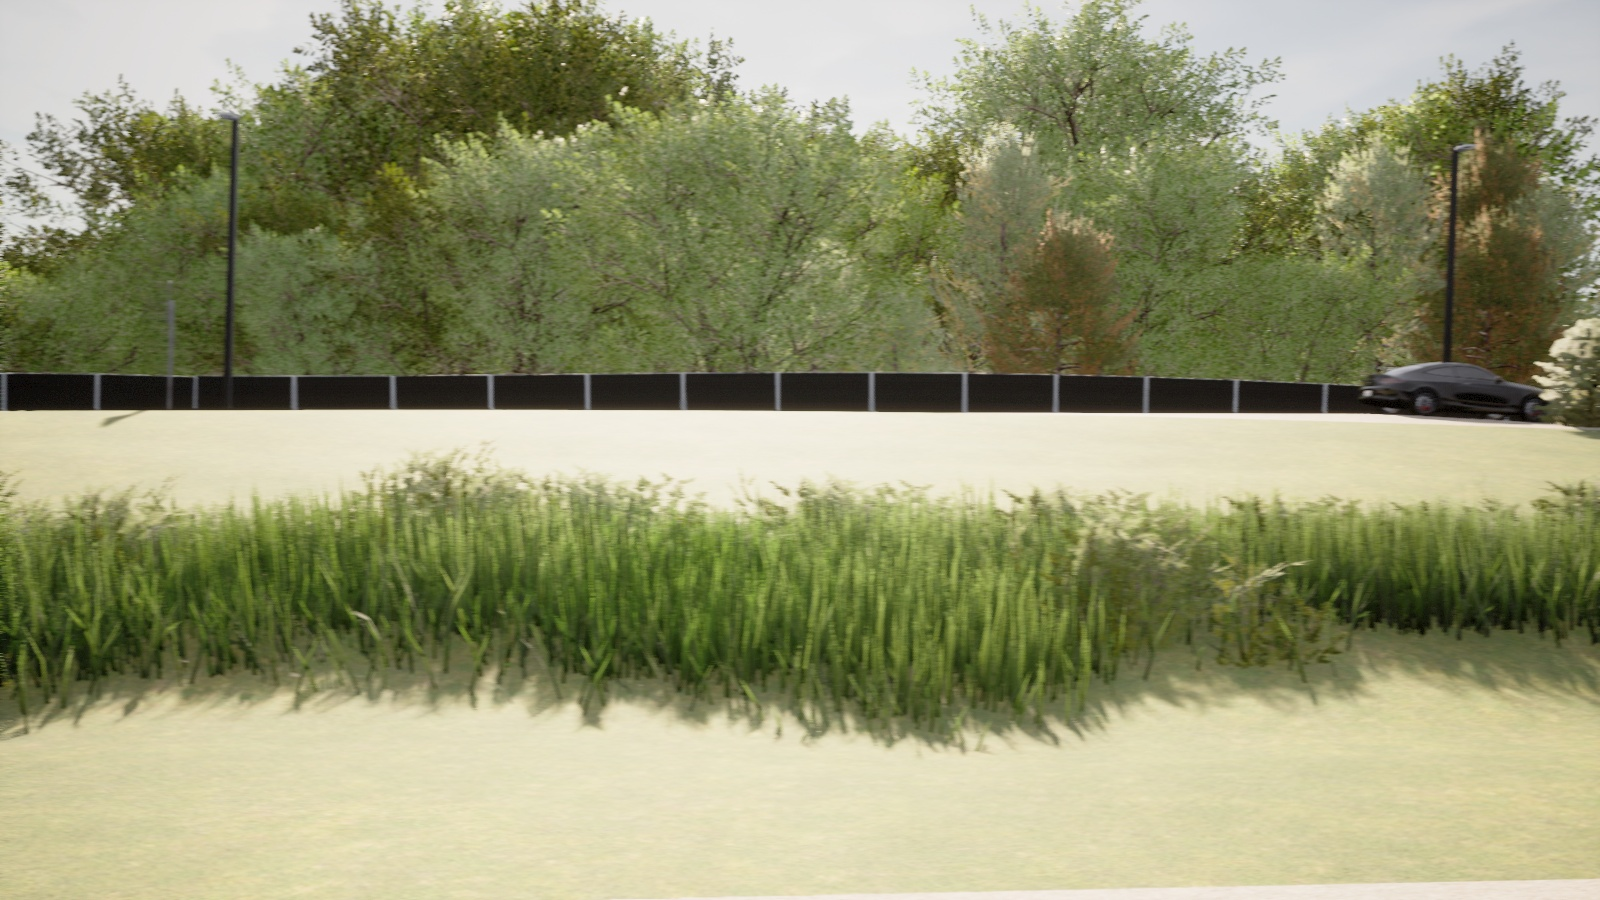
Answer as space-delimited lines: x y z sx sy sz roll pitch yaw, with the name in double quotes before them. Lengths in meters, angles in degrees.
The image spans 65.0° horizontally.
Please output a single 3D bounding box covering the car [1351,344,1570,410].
"car" 16.845 -1.844 32.155 4.674 1.442 1.812 2 1 -3
